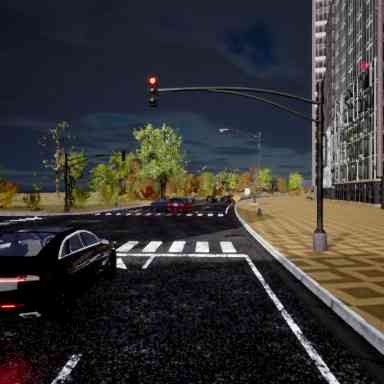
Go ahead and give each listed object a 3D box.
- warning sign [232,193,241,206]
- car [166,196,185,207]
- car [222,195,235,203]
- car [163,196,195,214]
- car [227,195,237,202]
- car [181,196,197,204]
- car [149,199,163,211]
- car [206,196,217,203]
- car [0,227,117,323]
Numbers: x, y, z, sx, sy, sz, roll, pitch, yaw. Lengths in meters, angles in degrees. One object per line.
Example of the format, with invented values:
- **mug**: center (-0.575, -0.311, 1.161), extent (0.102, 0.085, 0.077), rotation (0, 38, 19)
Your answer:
- **warning sign**: center (6.482, 1.123, 48.260), extent (1.300, 1.860, 1.060), rotation (0, 0, 8)
- **car**: center (-2.504, 1.481, 51.705), extent (1.882, 1.535, 5.008), rotation (0, 0, 9)
- **car**: center (7.246, 1.493, 68.690), extent (1.882, 1.535, 5.008), rotation (0, 0, 11)
- **car**: center (-1.261, 1.353, 35.470), extent (2.097, 1.767, 4.553), rotation (0, 0, 10)
- **car**: center (9.658, 1.500, 80.412), extent (1.882, 1.535, 5.008), rotation (0, 0, 14)
- **car**: center (-0.575, 1.556, 63.231), extent (2.033, 1.411, 5.357), rotation (0, 0, 11)
- **car**: center (-3.909, 1.548, 41.487), extent (2.033, 1.411, 5.357), rotation (0, 0, 7)
- **car**: center (4.137, 1.485, 70.423), extent (1.882, 1.535, 5.008), rotation (0, 0, 12)
- **car**: center (-2.989, 1.491, 7.163), extent (2.128, 1.511, 4.902), rotation (0, 0, 1)
